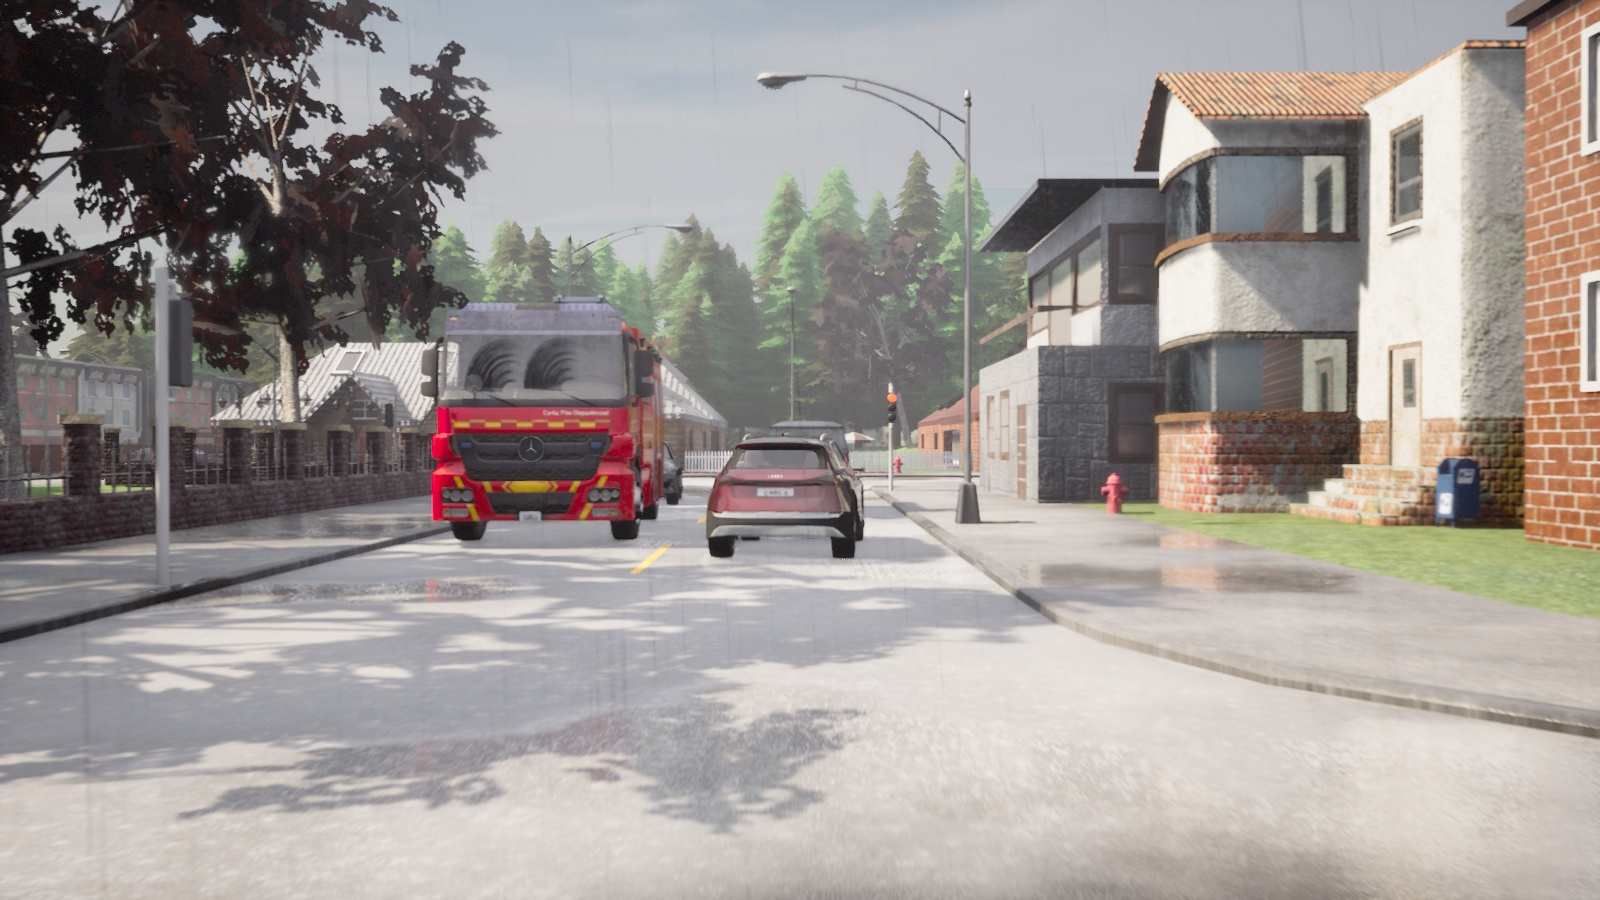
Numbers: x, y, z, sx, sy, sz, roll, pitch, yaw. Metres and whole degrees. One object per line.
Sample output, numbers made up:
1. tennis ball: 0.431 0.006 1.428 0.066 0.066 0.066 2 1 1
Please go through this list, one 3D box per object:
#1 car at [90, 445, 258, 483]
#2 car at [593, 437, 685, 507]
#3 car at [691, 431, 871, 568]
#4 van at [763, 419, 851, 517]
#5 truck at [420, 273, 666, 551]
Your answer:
1. car: -23.826 0.508 47.926 5.357 1.411 2.033 0 0 -2
2. car: -4.002 0.495 31.981 2.033 1.649 4.856 0 0 -4
3. car: -0.103 0.578 17.643 2.033 1.649 4.856 0 0 5
4. van: 0.143 0.346 27.603 1.775 1.987 4.442 0 0 0
5. truck: -3.998 -0.541 21.581 2.891 3.827 8.468 0 0 -3
